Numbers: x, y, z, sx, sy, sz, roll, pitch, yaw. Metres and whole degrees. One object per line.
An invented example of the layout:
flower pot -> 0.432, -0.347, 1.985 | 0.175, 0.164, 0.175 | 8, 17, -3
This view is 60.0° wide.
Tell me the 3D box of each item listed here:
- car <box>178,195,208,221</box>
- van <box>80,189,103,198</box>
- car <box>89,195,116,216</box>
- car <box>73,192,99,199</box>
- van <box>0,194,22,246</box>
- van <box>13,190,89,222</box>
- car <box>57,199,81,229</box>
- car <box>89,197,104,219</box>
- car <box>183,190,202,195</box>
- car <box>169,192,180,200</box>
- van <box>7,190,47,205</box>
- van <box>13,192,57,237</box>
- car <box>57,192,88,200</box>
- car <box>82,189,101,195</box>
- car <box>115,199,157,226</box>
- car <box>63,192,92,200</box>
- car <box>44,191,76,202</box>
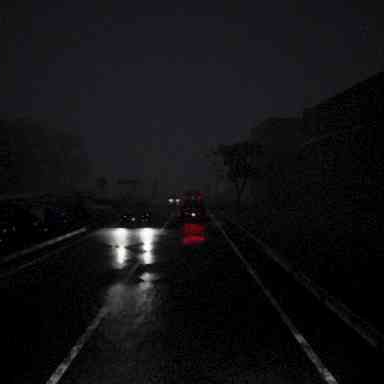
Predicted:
car -> 0.099, 1.248, 24.757 | 1.837, 1.490, 4.892 | 0, 1, 0
van -> -22.008, 0.382, 72.624 | 4.442, 1.987, 1.878 | 0, 1, 0
car -> -8.797, 1.212, 26.309 | 5.366, 1.575, 1.946 | 0, 1, 0
car -> -22.151, 0.673, 69.854 | 4.792, 1.488, 2.163 | 0, 1, 0
van -> -9.080, 1.171, 12.288 | 4.442, 1.987, 1.878 | 0, 1, 0
van -> -9.091, 1.064, 20.700 | 4.442, 1.987, 1.878 | 0, 1, 0
car -> -8.965, 1.328, 17.900 | 5.008, 1.535, 2.097 | 0, 1, 0
car -> -8.981, 1.292, 23.506 | 4.674, 1.452, 2.002 | 0, 1, 0
car -> 0.099, 0.751, 41.298 | 2.150, 2.045, 5.566 | 0, 1, 0
car -> -3.267, 0.672, 63.308 | 2.033, 1.411, 5.357 | 0, 1, 1
van -> -22.204, 0.742, 44.872 | 4.442, 1.987, 1.878 | 0, 1, 0
van -> -8.850, 1.138, 15.090 | 4.442, 1.987, 1.878 | 0, 1, 0
car -> -22.104, 0.750, 61.528 | 4.892, 1.521, 2.231 | 0, 1, 0
car -> -8.958, 0.926, 29.109 | 5.566, 2.045, 2.435 | 0, 1, 0
car -> -3.350, 1.289, 21.388 | 1.837, 1.490, 4.892 | 0, 1, 0
car -> -22.143, 0.743, 64.303 | 4.792, 1.488, 2.163 | 0, 1, 0
car -> -22.134, 0.695, 55.976 | 4.553, 1.767, 2.185 | 0, 1, 0
